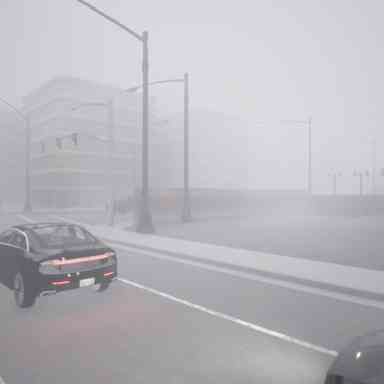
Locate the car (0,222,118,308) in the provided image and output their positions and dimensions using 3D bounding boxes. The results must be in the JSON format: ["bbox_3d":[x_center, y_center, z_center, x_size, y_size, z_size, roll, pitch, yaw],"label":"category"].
[{"bbox_3d":[-3.647,1.492,8.041,2.128,1.511,4.902,0,0,-43],"label":"car"}]

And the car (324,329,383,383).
[{"bbox_3d":[3.196,1.505,1.584,4.892,1.490,1.837,0,0,38],"label":"car"}]

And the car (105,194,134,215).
[{"bbox_3d":[-6.290,1.221,34.999,5.566,2.045,2.150,0,0,-44],"label":"car"}]
